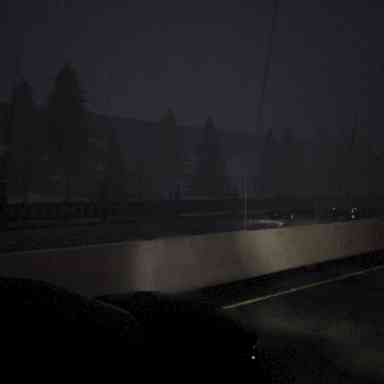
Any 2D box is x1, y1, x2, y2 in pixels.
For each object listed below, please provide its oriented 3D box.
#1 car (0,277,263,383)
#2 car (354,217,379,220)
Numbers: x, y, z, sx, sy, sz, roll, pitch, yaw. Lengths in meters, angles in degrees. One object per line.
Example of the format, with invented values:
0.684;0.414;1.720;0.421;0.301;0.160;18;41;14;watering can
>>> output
-1.603;1.486;2.633;5.008;1.535;1.882;0;0;-35;car
12.646;1.288;25.383;4.553;1.767;2.097;0;0;-34;car
